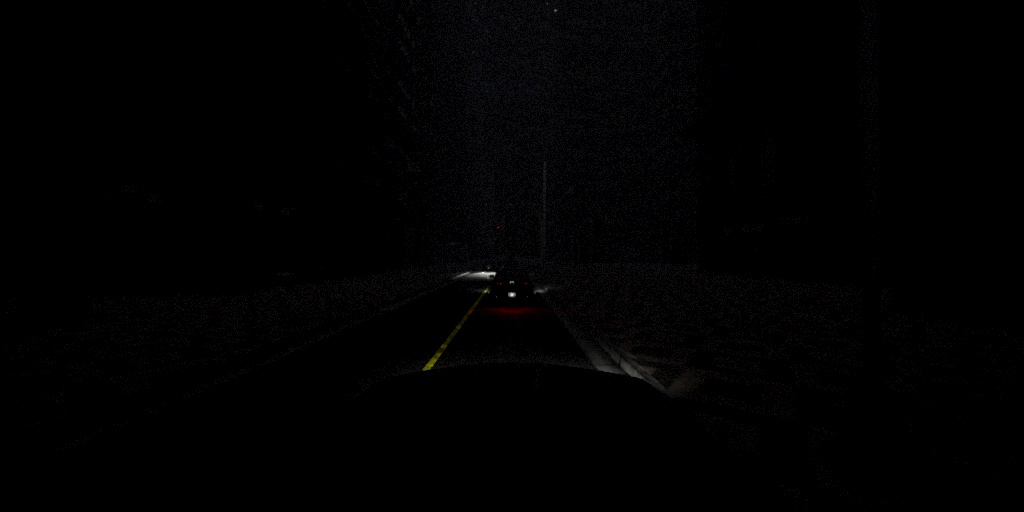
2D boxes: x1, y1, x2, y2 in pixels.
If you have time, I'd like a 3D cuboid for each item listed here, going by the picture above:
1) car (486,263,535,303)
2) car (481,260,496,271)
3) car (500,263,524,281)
[{"bbox_3d":[0.000,1.268,16.500,1.837,1.490,4.892,0,0,0],"label":"car"},{"bbox_3d":[-3.000,1.279,48.503,2.128,1.511,4.902,0,0,0],"label":"car"},{"bbox_3d":[0.000,1.328,31.501,1.994,1.385,4.181,0,0,0],"label":"car"}]
